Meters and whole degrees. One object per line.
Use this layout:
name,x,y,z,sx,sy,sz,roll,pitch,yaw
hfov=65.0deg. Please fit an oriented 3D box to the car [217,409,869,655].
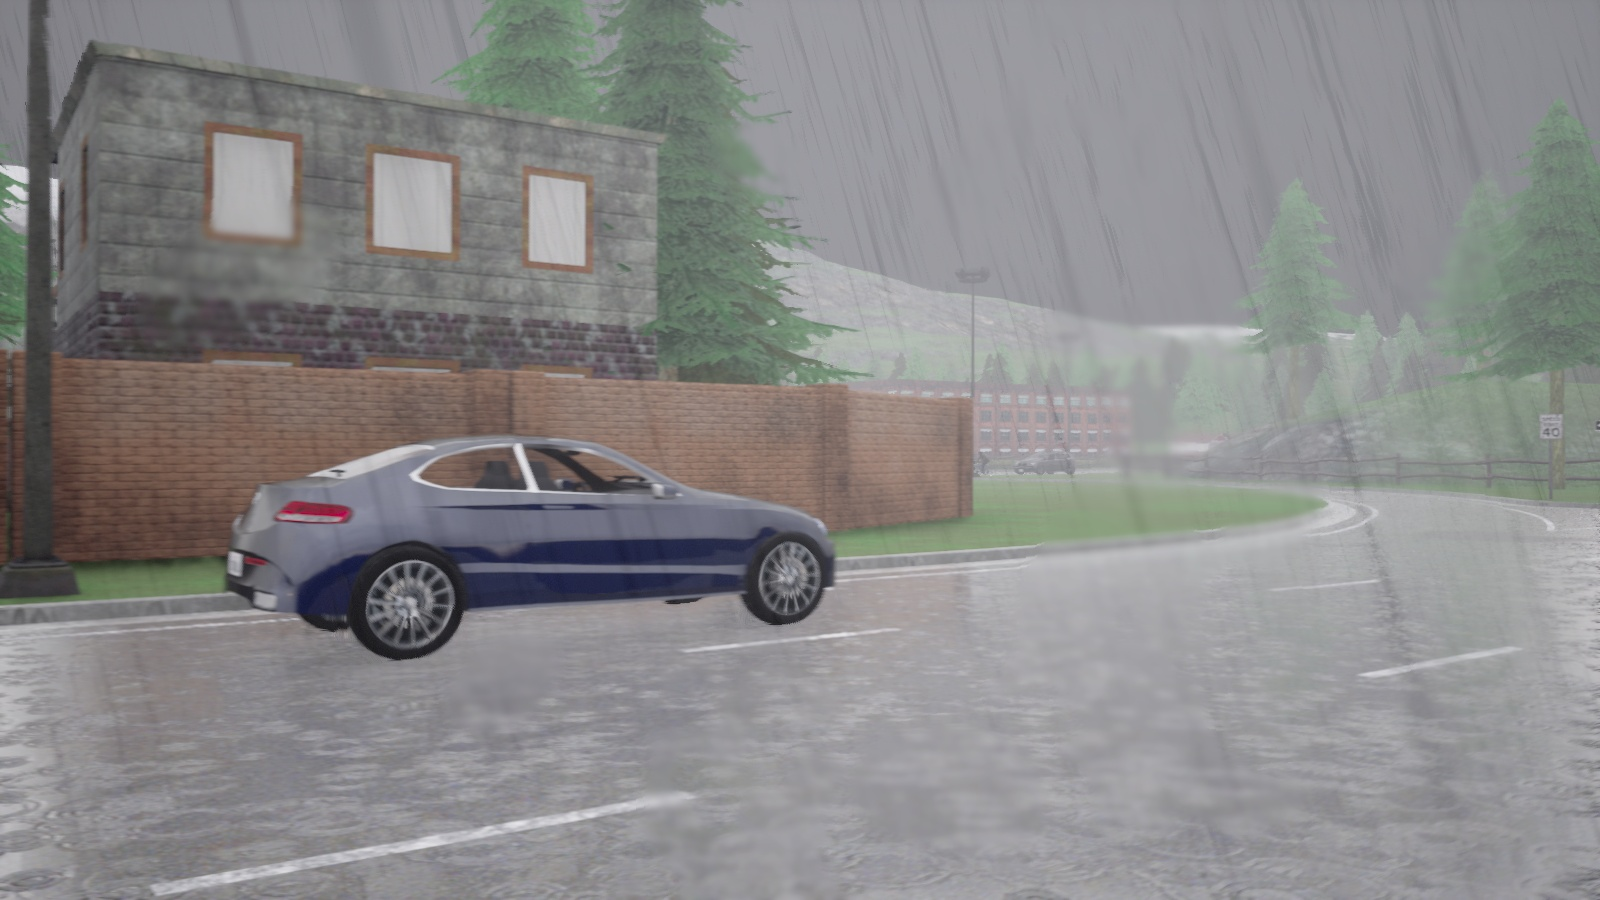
car,-2.057,0.554,10.757,5.027,1.651,2.152,0,0,-35

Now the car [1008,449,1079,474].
car,16.955,0.767,87.446,4.611,1.667,2.242,0,0,-35
